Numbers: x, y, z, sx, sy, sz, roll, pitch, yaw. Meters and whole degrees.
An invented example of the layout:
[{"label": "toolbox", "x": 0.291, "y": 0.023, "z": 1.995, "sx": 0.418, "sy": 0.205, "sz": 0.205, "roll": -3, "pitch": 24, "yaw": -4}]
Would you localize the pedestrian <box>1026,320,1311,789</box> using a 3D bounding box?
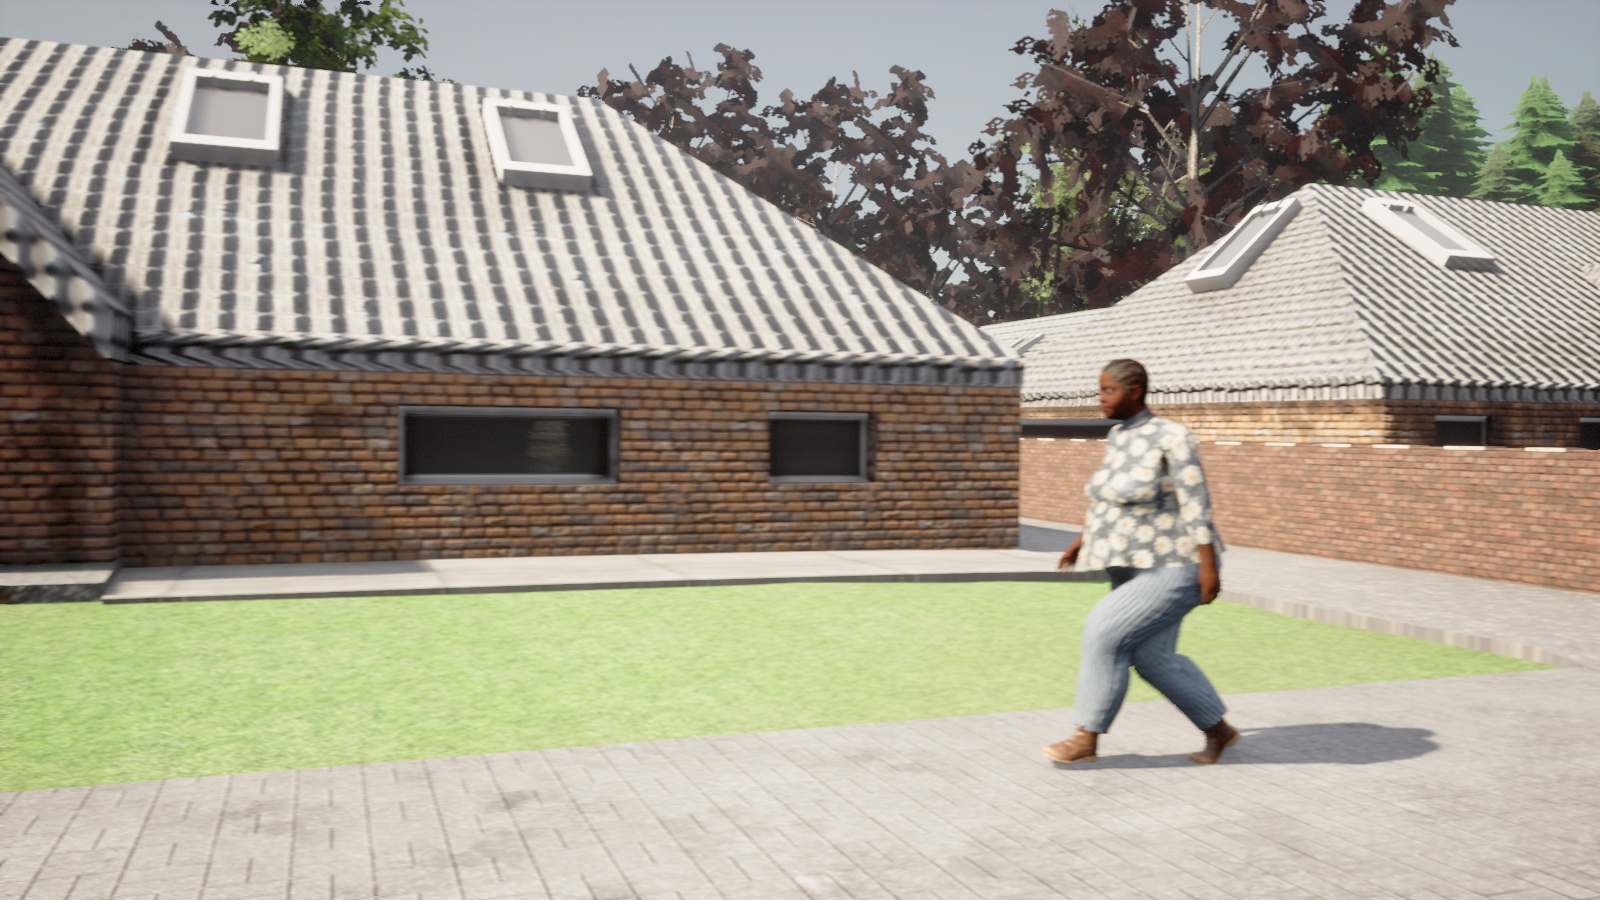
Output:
[{"label": "pedestrian", "x": 1.561, "y": 0.402, "z": 5.456, "sx": 0.900, "sy": 1.855, "sz": 0.874, "roll": -1, "pitch": 1, "yaw": -8}]
